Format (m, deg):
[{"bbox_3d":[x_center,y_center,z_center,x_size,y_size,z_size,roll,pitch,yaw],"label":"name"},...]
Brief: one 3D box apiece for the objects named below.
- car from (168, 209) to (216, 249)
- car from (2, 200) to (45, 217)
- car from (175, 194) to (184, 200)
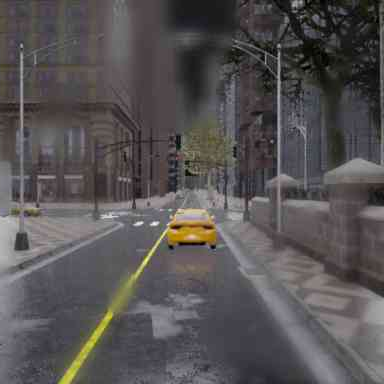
[{"bbox_3d":[0.000,1.484,14.650,1.882,1.535,5.008,0,0,0],"label":"car"},{"bbox_3d":[-14.932,1.396,27.949,4.829,1.417,1.752,1,-1,0],"label":"car"},{"bbox_3d":[-2.999,1.180,79.901,1.994,1.385,4.181,0,1,0],"label":"car"}]
